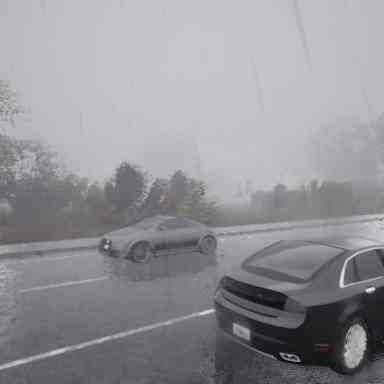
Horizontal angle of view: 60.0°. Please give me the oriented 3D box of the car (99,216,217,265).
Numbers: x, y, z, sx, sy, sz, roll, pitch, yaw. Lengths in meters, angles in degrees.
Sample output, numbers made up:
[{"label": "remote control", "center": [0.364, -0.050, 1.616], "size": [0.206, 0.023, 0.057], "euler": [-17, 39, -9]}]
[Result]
[{"label": "car", "center": [-1.104, 1.565, 11.807], "size": [4.181, 1.385, 1.994], "euler": [0, 0, -36]}]

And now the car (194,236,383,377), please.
[{"label": "car", "center": [2.595, 1.506, 5.596], "size": [4.892, 1.490, 1.837], "euler": [0, 0, -36]}]
